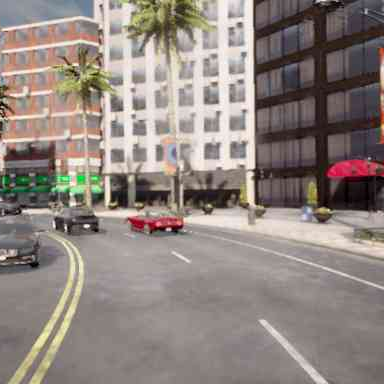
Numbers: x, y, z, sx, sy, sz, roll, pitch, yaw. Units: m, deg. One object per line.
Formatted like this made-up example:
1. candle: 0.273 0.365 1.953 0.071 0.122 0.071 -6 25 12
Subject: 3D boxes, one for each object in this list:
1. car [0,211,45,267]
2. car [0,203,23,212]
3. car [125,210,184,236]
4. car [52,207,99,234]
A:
1. car: -6.287 1.646 11.606 1.837 1.490 4.892 -1 0 -23
2. car: -20.875 1.985 37.119 4.674 1.442 1.812 -1 0 30
3. car: -2.364 1.733 19.666 1.895 1.301 4.718 -1 0 -30
4. car: -7.314 1.706 20.725 1.837 1.490 4.892 0 -1 -35
